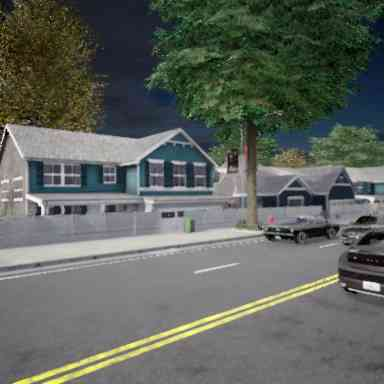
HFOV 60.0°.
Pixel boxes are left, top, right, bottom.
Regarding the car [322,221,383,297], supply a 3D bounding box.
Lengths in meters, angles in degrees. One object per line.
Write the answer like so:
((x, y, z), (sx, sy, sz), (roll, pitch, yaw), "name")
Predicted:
((5.332, 1.597, 8.071), (4.892, 1.490, 1.837), (0, -2, -41), "car")

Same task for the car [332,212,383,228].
((8.782, 1.720, 15.592), (4.892, 1.490, 1.837), (1, -2, -41), "car")

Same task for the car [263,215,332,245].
((5.757, 1.882, 17.274), (4.718, 1.301, 1.895), (1, -2, -41), "car")
